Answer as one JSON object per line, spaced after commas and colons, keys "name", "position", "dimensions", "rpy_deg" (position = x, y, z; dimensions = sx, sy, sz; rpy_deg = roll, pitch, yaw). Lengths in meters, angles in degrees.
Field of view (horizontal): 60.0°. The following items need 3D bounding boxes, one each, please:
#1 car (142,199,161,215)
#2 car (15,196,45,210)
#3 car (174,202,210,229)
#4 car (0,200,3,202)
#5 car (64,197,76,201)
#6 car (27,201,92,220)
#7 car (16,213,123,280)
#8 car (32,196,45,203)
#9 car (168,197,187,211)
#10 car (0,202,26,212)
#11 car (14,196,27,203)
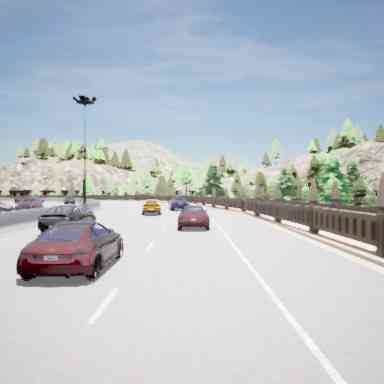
{"name": "car", "position": [-4.239, 1.509, 34.950], "dimensions": [1.882, 1.535, 5.008], "rpy_deg": [0, 0, -6]}
{"name": "car", "position": [-19.318, 1.408, 39.816], "dimensions": [2.097, 1.767, 4.553], "rpy_deg": [0, 0, -11]}
{"name": "car", "position": [0.075, 1.574, 21.573], "dimensions": [1.994, 1.385, 4.181], "rpy_deg": [0, 0, -1]}
{"name": "car", "position": [-22.514, 1.619, 37.887], "dimensions": [1.994, 1.385, 4.181], "rpy_deg": [0, 0, -10]}
{"name": "car", "position": [-23.303, 1.661, 63.445], "dimensions": [1.837, 1.490, 4.892], "rpy_deg": [0, 0, -24]}
{"name": "car", "position": [-6.898, 1.500, 18.769], "dimensions": [2.128, 1.511, 4.902], "rpy_deg": [0, 0, 0]}
{"name": "car", "position": [-3.398, 1.564, 10.018], "dimensions": [1.994, 1.385, 4.181], "rpy_deg": [0, 0, 0]}
{"name": "car", "position": [-35.212, 1.642, 76.298], "dimensions": [1.882, 1.535, 5.008], "rpy_deg": [0, 0, -36]}
{"name": "car", "position": [-1.788, 1.397, 42.096], "dimensions": [2.097, 1.767, 4.553], "rpy_deg": [0, 0, -10]}
{"name": "car", "position": [-14.181, 1.615, 23.926], "dimensions": [1.895, 1.301, 4.718], "rpy_deg": [0, 0, -1]}
{"name": "car", "position": [-38.794, 1.750, 75.216], "dimensions": [1.837, 1.490, 4.892], "rpy_deg": [0, 0, -36]}
